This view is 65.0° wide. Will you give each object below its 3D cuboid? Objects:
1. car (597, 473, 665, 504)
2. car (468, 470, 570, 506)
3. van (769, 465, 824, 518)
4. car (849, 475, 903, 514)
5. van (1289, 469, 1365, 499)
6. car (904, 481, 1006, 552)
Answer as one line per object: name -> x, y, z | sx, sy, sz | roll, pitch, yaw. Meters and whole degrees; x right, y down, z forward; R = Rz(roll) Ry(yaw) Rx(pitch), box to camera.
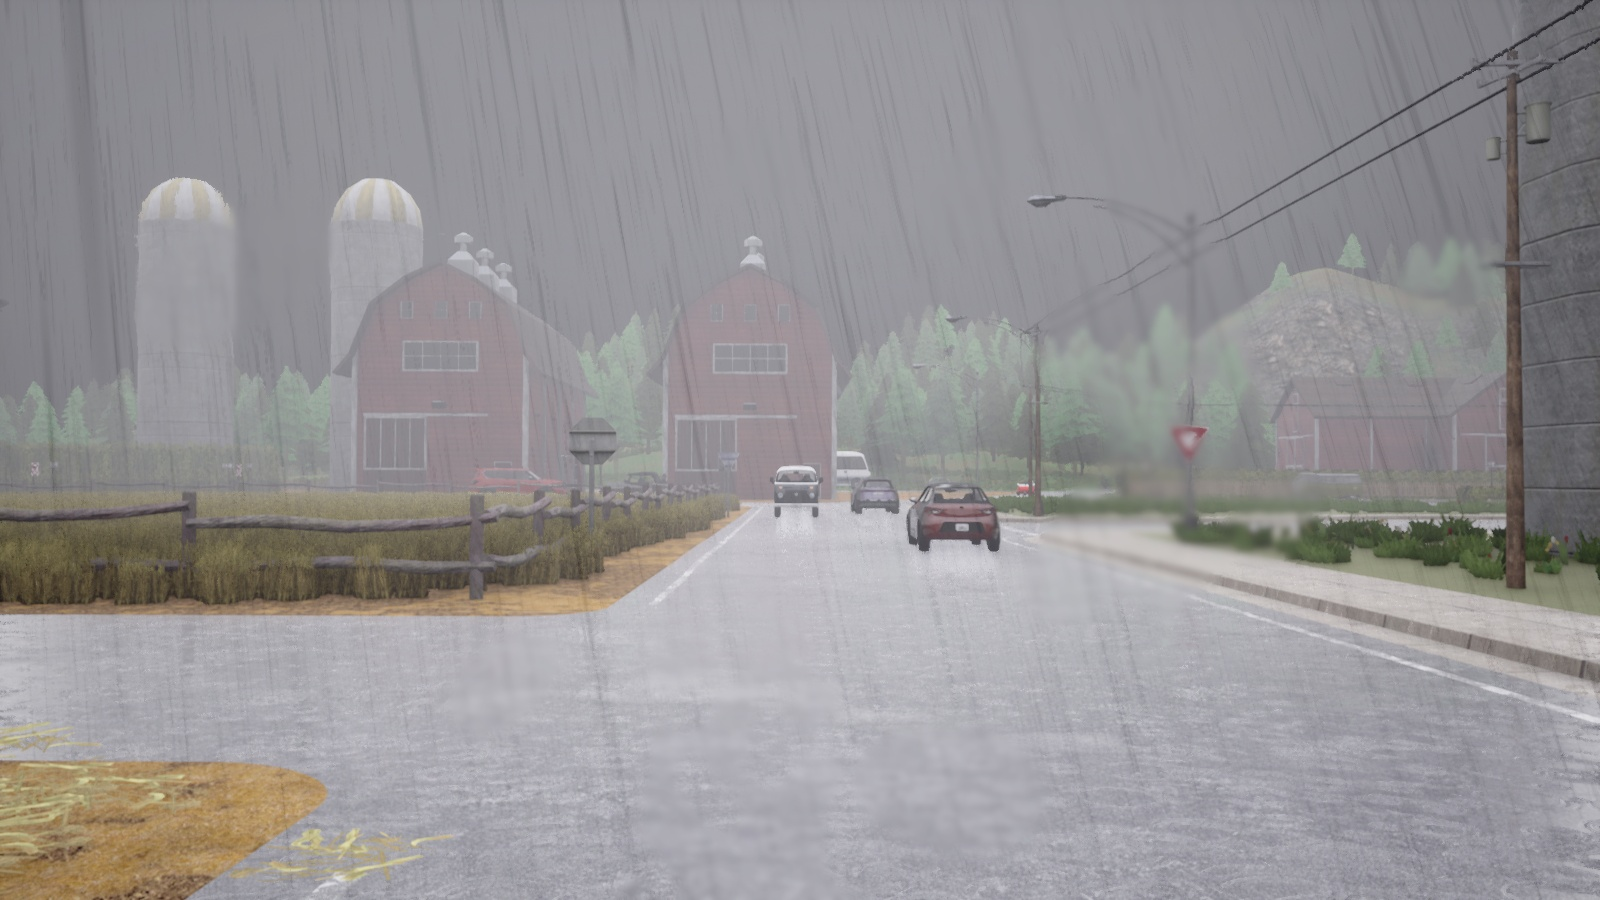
car -> -10.379, 2.355, 77.337 | 3.866, 1.878, 1.905 | 0, -1, 2
car -> -16.428, 2.218, 73.592 | 5.566, 2.045, 2.150 | 0, -1, -3
van -> -0.136, 1.651, 50.390 | 2.069, 2.038, 4.480 | 0, -1, 0
car -> 3.339, 1.975, 56.370 | 2.033, 1.649, 4.856 | 0, -1, -1
van -> 35.740, 2.300, 85.237 | 4.442, 1.987, 1.775 | 0, -1, 0
car -> 3.430, 1.448, 28.504 | 1.816, 1.474, 4.193 | 0, -1, 0
